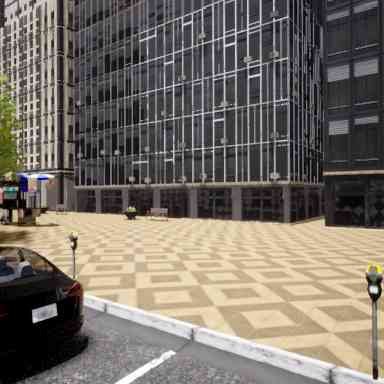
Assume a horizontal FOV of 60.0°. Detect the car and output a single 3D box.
[{"bbox_3d":[-3.553,1.566,5.418,4.313,1.339,1.947,0,0,36],"label":"car"}]
